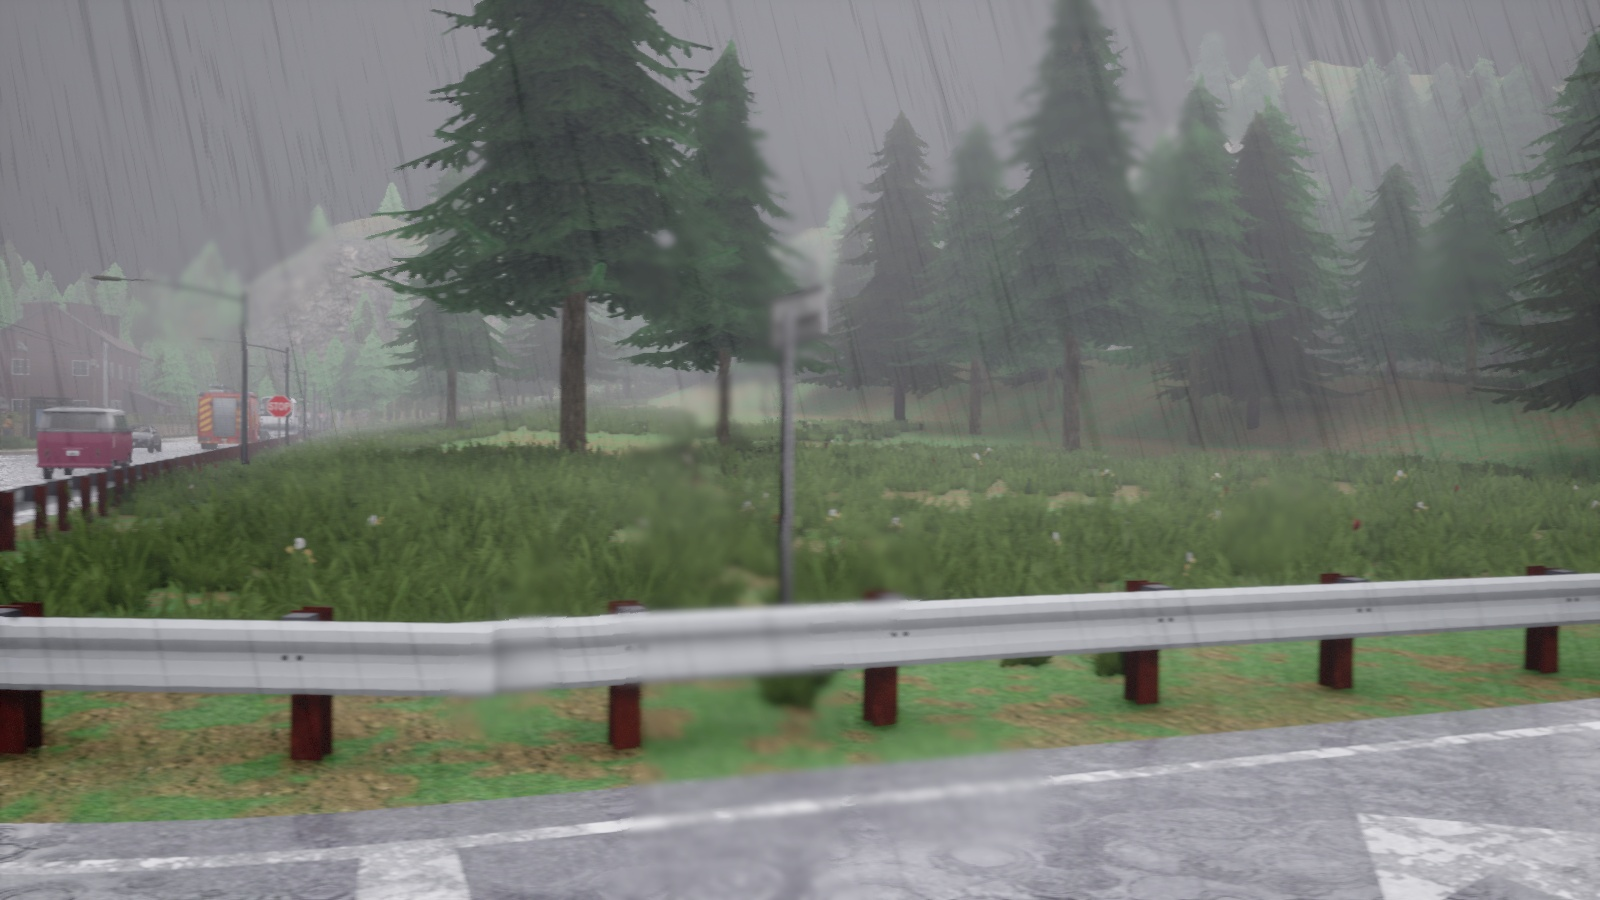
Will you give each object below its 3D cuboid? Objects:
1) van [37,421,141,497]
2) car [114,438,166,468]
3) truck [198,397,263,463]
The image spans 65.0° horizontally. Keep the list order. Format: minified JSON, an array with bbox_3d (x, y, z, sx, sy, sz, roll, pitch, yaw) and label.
[{"bbox_3d":[-19.954,0.208,35.418,1.775,1.987,4.442,-1,1,-20],"label":"van"},{"bbox_3d":[-34.383,0.129,65.478,1.816,1.474,4.193,-1,1,-20],"label":"car"},{"bbox_3d":[-34.723,-1.231,76.797,2.891,3.827,8.468,-1,1,-20],"label":"truck"}]
